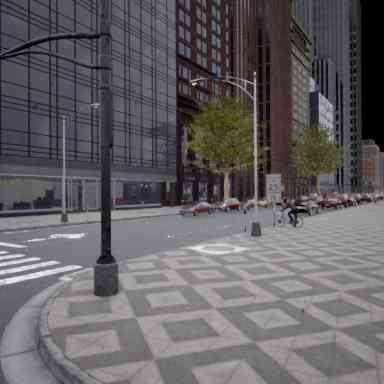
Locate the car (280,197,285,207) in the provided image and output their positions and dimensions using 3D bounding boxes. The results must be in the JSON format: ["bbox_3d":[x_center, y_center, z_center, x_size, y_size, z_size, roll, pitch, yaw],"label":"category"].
[{"bbox_3d":[13.320,1.456,50.252,1.947,1.339,4.313,0,0,35],"label":"car"}]

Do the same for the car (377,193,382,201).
[{"bbox_3d":[42.718,1.359,77.926,1.802,1.307,4.206,-1,0,35],"label":"car"}]

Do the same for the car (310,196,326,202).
[{"bbox_3d":[26.111,1.419,68.834,1.947,1.339,4.313,0,0,35],"label":"car"}]

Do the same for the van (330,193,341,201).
[{"bbox_3d":[35.701,1.186,82.771,1.690,1.788,3.998,-1,0,35],"label":"van"}]

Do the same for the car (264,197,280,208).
[{"bbox_3d":[10.026,1.426,45.466,1.752,1.417,4.829,0,0,35],"label":"car"}]

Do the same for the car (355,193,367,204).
[{"bbox_3d":[26.731,1.118,54.703,2.192,1.841,5.009,0,0,35],"label":"car"}]

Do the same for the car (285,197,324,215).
[{"bbox_3d":[10.747,1.424,31.478,1.947,1.339,4.313,0,0,35],"label":"car"}]

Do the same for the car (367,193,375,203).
[{"bbox_3d":[33.126,1.100,63.993,2.192,1.841,5.009,0,0,35],"label":"car"}]

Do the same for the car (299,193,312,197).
[{"bbox_3d":[19.715,1.416,59.543,1.887,1.381,4.507,0,0,35],"label":"car"}]

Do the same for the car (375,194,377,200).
[{"bbox_3d":[36.420,1.303,68.776,1.752,1.417,4.829,-1,0,35],"label":"car"}]

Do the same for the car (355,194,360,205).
[{"bbox_3d":[23.535,1.378,50.057,1.947,1.339,4.313,0,0,35],"label":"car"}]

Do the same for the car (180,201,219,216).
[{"bbox_3d":[0.531,1.525,31.670,1.802,1.307,4.206,0,0,35],"label":"car"}]

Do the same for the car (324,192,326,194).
[{"bbox_3d":[22.260,1.052,52.739,2.150,2.045,5.566,-1,0,35],"label":"car"}]

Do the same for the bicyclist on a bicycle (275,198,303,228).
[{"bbox_3d":[5.315,1.177,18.363,1.656,1.620,0.582,-1,0,35],"label":"bicyclist on a bicycle"}]

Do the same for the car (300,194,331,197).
[{"bbox_3d":[16.571,1.340,44.474,2.128,1.511,4.902,-1,0,35],"label":"car"}]

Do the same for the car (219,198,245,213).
[{"bbox_3d":[3.727,1.367,36.315,1.967,1.590,4.097,0,0,35],"label":"car"}]

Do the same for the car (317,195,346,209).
[{"bbox_3d":[17.141,1.377,40.768,1.887,1.381,4.507,0,0,35],"label":"car"}]

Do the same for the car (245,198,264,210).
[{"bbox_3d":[6.925,1.495,40.961,1.802,1.307,4.206,0,0,35],"label":"car"}]

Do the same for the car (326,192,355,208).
[{"bbox_3d":[20.337,1.137,45.414,2.192,1.841,5.009,0,0,35],"label":"car"}]
